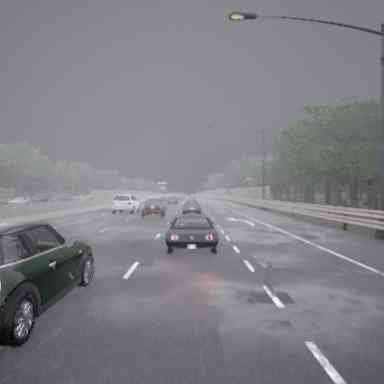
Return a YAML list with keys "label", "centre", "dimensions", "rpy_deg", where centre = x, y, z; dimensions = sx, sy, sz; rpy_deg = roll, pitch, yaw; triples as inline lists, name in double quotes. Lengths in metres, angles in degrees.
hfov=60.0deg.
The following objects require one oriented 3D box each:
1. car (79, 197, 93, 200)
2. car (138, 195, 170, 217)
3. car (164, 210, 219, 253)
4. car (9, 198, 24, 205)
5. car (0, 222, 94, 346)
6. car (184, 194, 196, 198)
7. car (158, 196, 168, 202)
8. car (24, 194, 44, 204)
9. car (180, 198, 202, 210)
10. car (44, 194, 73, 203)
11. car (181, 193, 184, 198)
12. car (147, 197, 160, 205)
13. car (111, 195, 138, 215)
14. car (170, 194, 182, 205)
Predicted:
- label: "car"
  centre: [-17.541, 1.580, 55.253]
  dimensions: [1.882, 1.535, 5.008]
  rpy_deg: [0, 0, 1]
- label: "car"
  centre: [-3.506, 1.416, 31.696]
  dimensions: [2.097, 1.767, 4.553]
  rpy_deg: [0, 0, 0]
- label: "car"
  centre: [-0.002, 1.617, 13.777]
  dimensions: [1.895, 1.301, 4.718]
  rpy_deg: [0, 0, 0]
- label: "car"
  centre: [-28.021, 1.638, 54.440]
  dimensions: [1.812, 1.442, 4.674]
  rpy_deg: [0, 0, 0]
- label: "car"
  centre: [-3.501, 1.356, 6.511]
  dimensions: [2.097, 1.767, 4.553]
  rpy_deg: [0, 0, 0]
- label: "car"
  centre: [-0.008, 1.656, 61.437]
  dimensions: [2.033, 1.411, 5.357]
  rpy_deg: [0, 0, 0]
- label: "car"
  centre: [-7.011, 1.647, 81.574]
  dimensions: [2.033, 1.411, 5.357]
  rpy_deg: [0, 0, 0]
- label: "car"
  centre: [-24.524, 1.345, 54.345]
  dimensions: [2.150, 2.045, 5.566]
  rpy_deg: [0, 0, 0]
- label: "car"
  centre: [-0.006, 1.637, 35.344]
  dimensions: [1.994, 1.385, 4.181]
  rpy_deg: [0, 0, 0]
- label: "car"
  centre: [-21.028, 1.326, 53.459]
  dimensions: [2.150, 2.045, 5.566]
  rpy_deg: [0, 0, 0]
- label: "car"
  centre: [-3.512, 1.631, 83.577]
  dimensions: [1.812, 1.442, 4.674]
  rpy_deg: [0, 0, 0]
- label: "car"
  centre: [-7.009, 1.634, 61.439]
  dimensions: [1.812, 1.442, 4.674]
  rpy_deg: [0, 0, 0]
- label: "car"
  centre: [-7.005, 1.295, 35.415]
  dimensions: [2.150, 2.045, 5.566]
  rpy_deg: [0, 0, 0]
- label: "car"
  centre: [-3.509, 1.600, 61.447]
  dimensions: [2.128, 1.511, 4.902]
  rpy_deg: [0, 0, 0]
